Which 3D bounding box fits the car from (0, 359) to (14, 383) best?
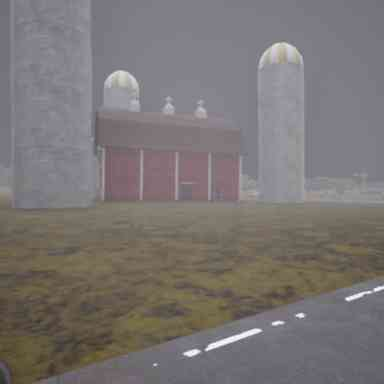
[{"bbox_3d":[-3.012,1.527,0.923,4.674,1.442,1.812,0,0,-35],"label":"car"}]
